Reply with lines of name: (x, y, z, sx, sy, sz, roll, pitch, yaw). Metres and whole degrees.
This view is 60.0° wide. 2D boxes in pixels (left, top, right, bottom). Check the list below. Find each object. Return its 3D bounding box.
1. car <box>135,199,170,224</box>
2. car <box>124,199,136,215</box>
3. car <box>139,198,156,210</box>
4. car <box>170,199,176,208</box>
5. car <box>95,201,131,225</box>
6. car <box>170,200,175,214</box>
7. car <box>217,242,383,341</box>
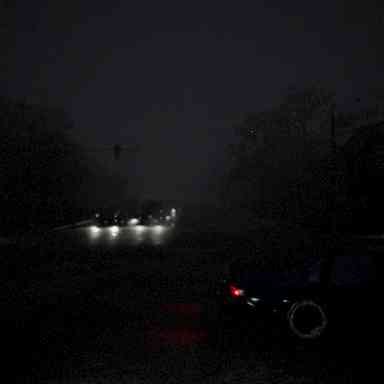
car: (-3.597, 1.826, 31.524, 2.150, 2.045, 5.566, 0, 0, 0)
car: (-7.094, 1.839, 39.191, 2.150, 2.045, 5.566, 0, 0, 0)
car: (-7.054, 1.874, 53.085, 1.882, 1.535, 5.008, 0, 2, 1)
car: (-3.579, 1.885, 53.726, 1.837, 1.490, 4.892, 0, 2, 0)
car: (-7.098, 1.937, 29.622, 2.097, 1.767, 4.553, 0, -1, 0)
car: (-3.590, 2.146, 42.110, 2.033, 1.411, 5.357, 0, 1, 0)
car: (3.159, 1.655, 6.052, 5.357, 1.411, 2.033, 0, -1, 1)
